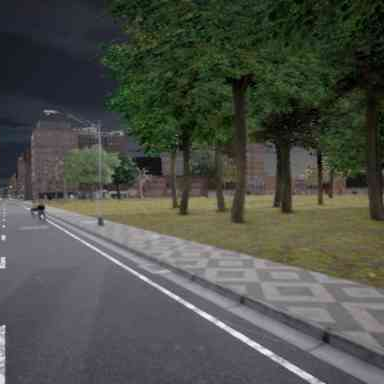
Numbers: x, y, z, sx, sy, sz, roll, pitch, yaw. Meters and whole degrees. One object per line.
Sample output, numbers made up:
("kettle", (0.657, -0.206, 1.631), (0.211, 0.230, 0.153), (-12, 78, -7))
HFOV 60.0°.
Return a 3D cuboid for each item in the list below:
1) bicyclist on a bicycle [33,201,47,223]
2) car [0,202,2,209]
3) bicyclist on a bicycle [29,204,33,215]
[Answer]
("bicyclist on a bicycle", (-11.876, 1.596, 26.223), (0.659, 1.776, 1.843), (0, 0, -29))
("car", (-24.974, 2.045, 41.337), (1.895, 1.301, 4.718), (0, 0, -29))
("bicyclist on a bicycle", (-15.769, 1.739, 33.174), (0.866, 1.612, 1.509), (0, 0, -29))
